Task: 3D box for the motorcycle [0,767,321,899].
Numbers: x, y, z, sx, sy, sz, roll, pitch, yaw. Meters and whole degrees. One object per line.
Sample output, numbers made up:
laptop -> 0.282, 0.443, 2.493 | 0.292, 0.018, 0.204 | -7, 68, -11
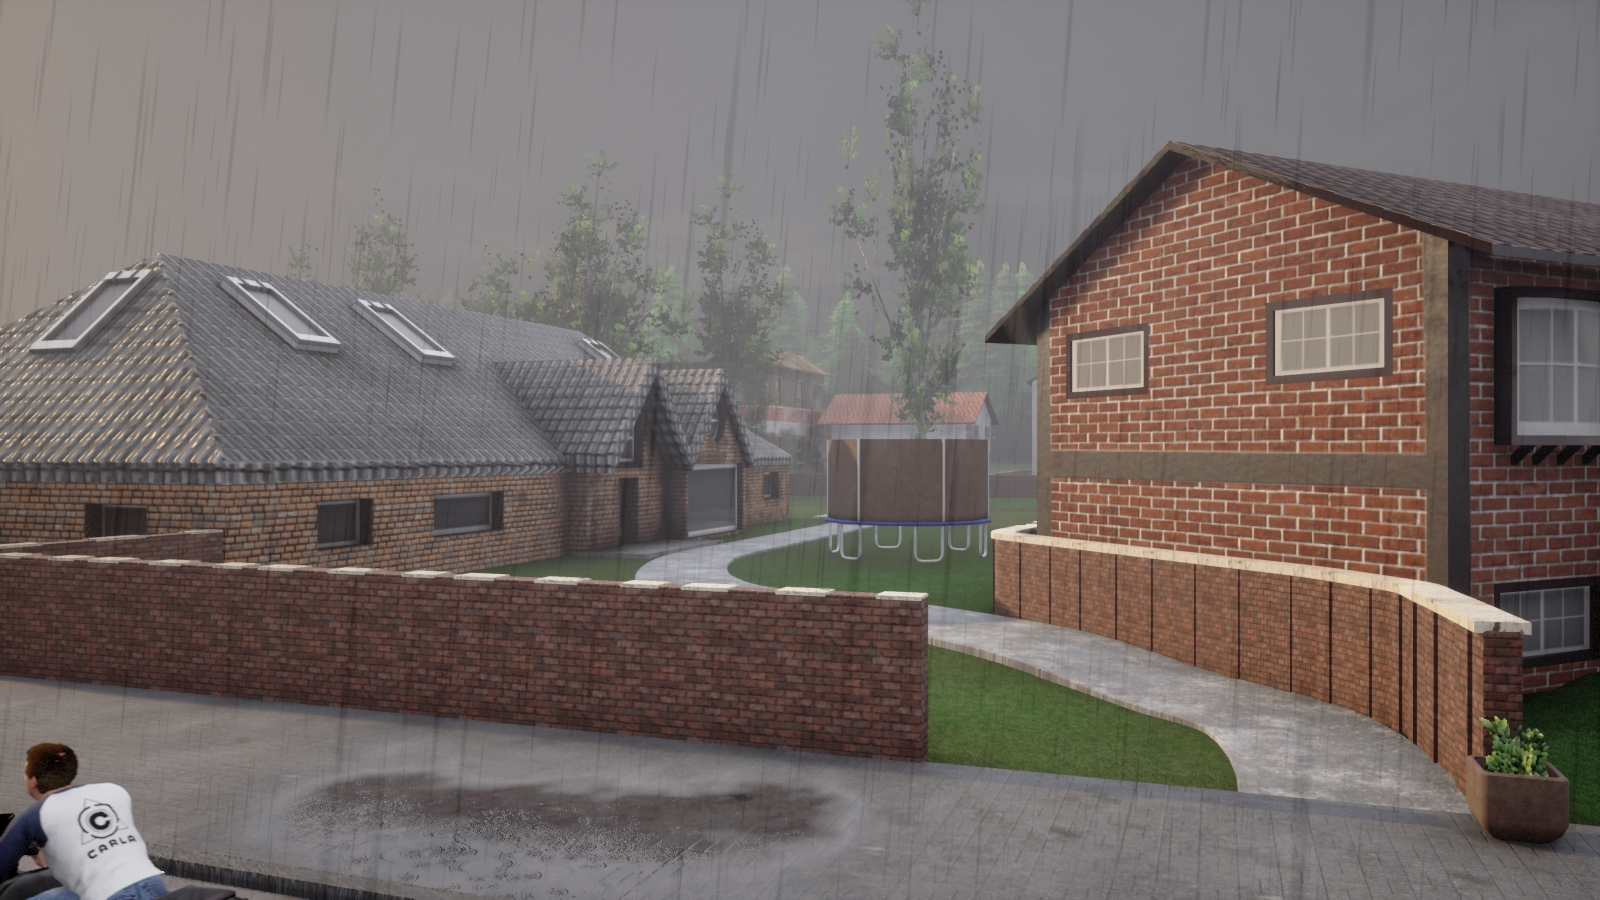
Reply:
motorcycle -> -3.190, 2.186, 4.981 | 2.033, 1.199, 0.803 | 0, 0, 21
